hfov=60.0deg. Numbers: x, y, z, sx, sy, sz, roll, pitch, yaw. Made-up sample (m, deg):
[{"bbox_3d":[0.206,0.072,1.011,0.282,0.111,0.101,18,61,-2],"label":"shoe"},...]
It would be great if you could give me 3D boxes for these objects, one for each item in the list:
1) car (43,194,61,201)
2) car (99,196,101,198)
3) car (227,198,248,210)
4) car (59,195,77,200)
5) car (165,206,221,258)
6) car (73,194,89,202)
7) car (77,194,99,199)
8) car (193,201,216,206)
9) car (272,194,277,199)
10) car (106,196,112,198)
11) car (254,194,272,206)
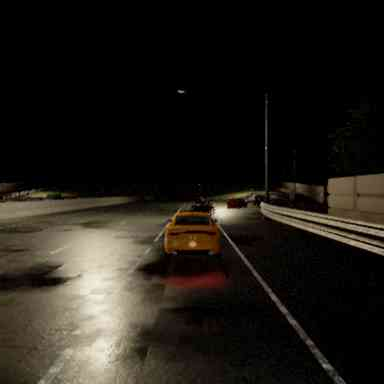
[{"bbox_3d":[-27.803,1.421,66.722,2.150,2.045,5.566,0,0,0],"label":"car"},{"bbox_3d":[-24.251,1.647,83.426,2.097,1.767,4.553,0,0,0],"label":"car"},{"bbox_3d":[6.439,1.642,46.646,1.882,1.535,5.008,0,-1,25],"label":"car"},{"bbox_3d":[-24.303,1.721,66.739,1.812,1.442,4.674,0,0,0],"label":"car"},{"bbox_3d":[0.032,1.515,13.031,1.882,1.535,5.008,0,0,0],"label":"car"},{"bbox_3d":[-27.751,1.516,83.377,2.150,2.045,5.566,0,0,0],"label":"car"},{"bbox_3d":[-20.803,1.553,66.760,2.097,1.767,4.553,0,0,0],"label":"car"},{"bbox_3d":[1.050,1.590,31.196,1.837,1.490,4.892,-1,0,10],"label":"car"},{"bbox_3d":[21.452,1.164,88.064,1.895,1.301,4.718,0,3,13],"label":"car"},{"bbox_3d":[-20.751,1.817,83.384,1.812,1.442,4.674,0,0,0],"label":"car"},{"bbox_3d":[12.989,1.481,61.885,2.150,2.045,5.566,0,0,21],"label":"car"}]
